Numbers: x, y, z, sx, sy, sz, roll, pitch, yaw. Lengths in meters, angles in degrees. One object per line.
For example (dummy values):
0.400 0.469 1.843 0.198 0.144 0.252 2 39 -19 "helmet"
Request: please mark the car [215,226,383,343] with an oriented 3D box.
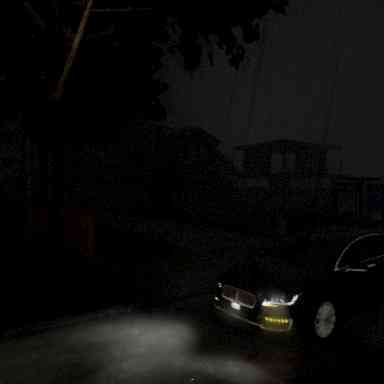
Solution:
2.646 1.480 6.483 4.892 1.490 1.837 0 0 -35 "car"
